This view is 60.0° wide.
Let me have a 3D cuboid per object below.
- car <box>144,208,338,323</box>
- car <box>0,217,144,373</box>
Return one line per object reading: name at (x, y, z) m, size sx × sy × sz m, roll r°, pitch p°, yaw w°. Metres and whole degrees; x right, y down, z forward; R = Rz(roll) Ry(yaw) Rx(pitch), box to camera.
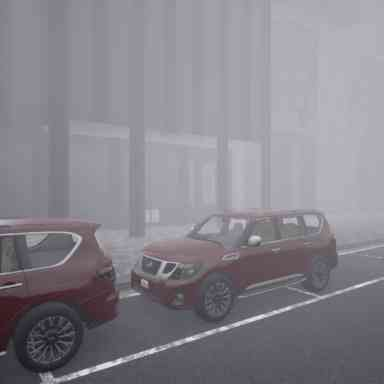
car at (1.204, 1.314, 7.389) m, size 5.009 × 1.841 × 2.192 m, roll 0°, pitch 0°, yaw -35°
car at (-3.388, 1.315, 4.114) m, size 5.009 × 1.841 × 2.192 m, roll 0°, pitch 0°, yaw -35°
